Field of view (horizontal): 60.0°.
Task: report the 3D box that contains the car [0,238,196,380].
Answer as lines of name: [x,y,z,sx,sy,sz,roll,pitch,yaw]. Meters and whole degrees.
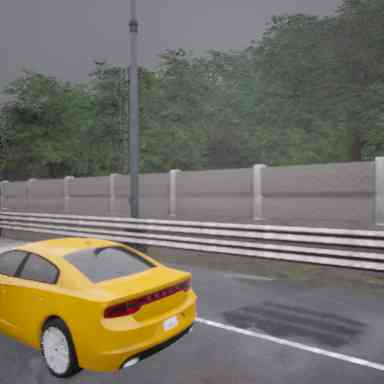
car: [-2.281,1.528,5.647,5.008,1.535,1.882,-1,0,36]
